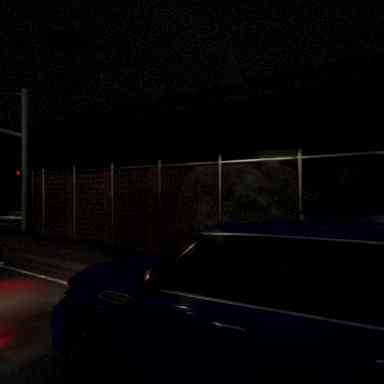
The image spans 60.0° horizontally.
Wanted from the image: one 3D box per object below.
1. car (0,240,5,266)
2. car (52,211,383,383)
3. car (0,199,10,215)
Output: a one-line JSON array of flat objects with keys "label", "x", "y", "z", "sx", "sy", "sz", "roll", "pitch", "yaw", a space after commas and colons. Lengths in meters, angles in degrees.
[{"label": "car", "x": -7.061, "y": 1.492, "z": 9.027, "sx": 4.902, "sy": 1.511, "sz": 2.128, "roll": 0, "pitch": 0, "yaw": 33}, {"label": "car", "x": 0.953, "y": 1.221, "z": 3.310, "sx": 5.566, "sy": 2.045, "sz": 2.150, "roll": 0, "pitch": 0, "yaw": 35}, {"label": "car", "x": -20.160, "y": 1.407, "z": 31.891, "sx": 2.097, "sy": 1.767, "sz": 4.553, "roll": 0, "pitch": 0, "yaw": 37}]
